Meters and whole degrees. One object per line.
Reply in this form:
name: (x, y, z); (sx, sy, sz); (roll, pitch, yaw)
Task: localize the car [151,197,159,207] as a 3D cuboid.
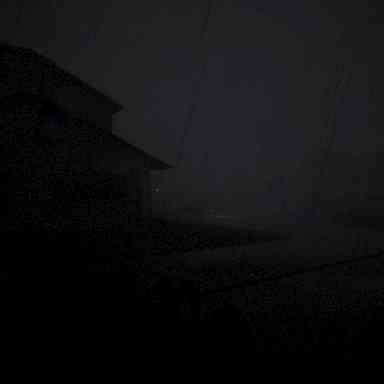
car: (-6.751, 1.526, 50.831); (1.812, 1.442, 4.674); (0, 0, -36)

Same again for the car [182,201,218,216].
car: (0.753, 1.564, 33.035); (1.994, 1.385, 4.181); (0, 0, -35)

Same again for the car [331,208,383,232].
car: (10.286, 1.601, 18.574); (1.895, 1.301, 4.718); (0, 0, -25)
